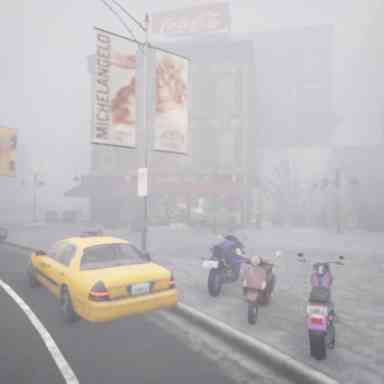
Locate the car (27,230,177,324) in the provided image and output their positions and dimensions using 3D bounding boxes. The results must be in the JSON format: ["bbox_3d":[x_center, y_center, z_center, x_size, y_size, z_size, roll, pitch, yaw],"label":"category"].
[{"bbox_3d":[-2.421,1.659,7.691,1.801,1.575,5.366,2,-2,-37],"label":"car"}]

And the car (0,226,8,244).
[{"bbox_3d":[-11.164,1.972,16.955,4.718,1.301,1.895,-1,-2,43],"label":"car"}]
